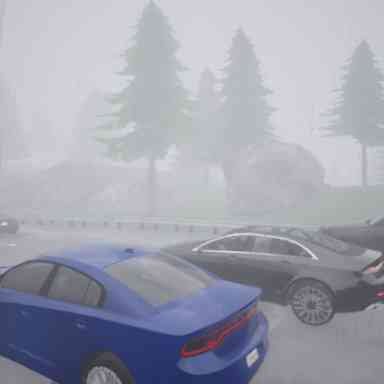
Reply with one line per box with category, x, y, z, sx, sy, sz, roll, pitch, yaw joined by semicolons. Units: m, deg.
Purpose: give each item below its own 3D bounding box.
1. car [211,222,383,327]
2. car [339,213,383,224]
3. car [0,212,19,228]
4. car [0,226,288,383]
car;1.285;1.466;6.969;4.902;1.511;2.128;0;0;33
car;5.889;1.168;8.159;5.566;2.045;2.150;0;0;35
car;-11.228;1.581;17.497;4.181;1.385;1.994;0;0;23
car;-1.481;1.472;4.625;5.008;1.535;1.882;0;0;33
